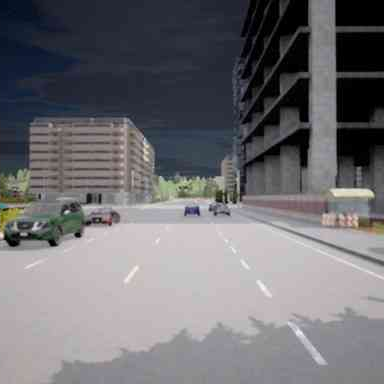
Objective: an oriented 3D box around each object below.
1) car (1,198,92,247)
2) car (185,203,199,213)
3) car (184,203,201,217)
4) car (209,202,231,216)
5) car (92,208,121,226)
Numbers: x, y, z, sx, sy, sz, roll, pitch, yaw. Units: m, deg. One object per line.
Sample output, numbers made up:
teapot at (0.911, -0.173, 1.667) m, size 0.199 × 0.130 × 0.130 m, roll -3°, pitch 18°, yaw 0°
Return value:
car at (-7.096, 1.471, 16.788) m, size 2.150 × 2.045 × 5.566 m, roll 0°, pitch -1°, yaw 0°
car at (0.005, 2.327, 50.320) m, size 1.994 × 1.385 × 4.181 m, roll 0°, pitch -1°, yaw 0°
car at (0.018, 2.075, 39.678) m, size 1.882 × 1.535 × 5.008 m, roll 0°, pitch -1°, yaw 0°
car at (3.520, 2.147, 40.024) m, size 2.033 × 1.411 × 5.357 m, roll 0°, pitch -1°, yaw 0°
car at (-7.071, 1.970, 26.839) m, size 1.994 × 1.385 × 4.181 m, roll 0°, pitch -1°, yaw 0°
